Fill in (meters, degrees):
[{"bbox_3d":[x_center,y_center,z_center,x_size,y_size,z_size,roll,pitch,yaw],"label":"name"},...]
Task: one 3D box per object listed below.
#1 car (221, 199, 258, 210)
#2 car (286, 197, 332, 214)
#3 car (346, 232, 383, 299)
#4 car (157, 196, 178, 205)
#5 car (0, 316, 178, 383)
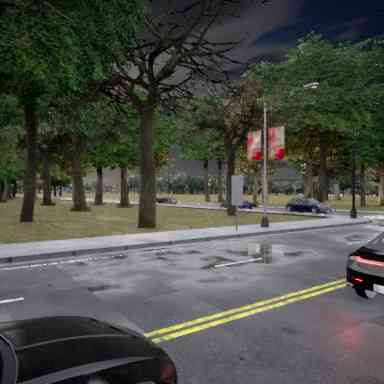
[{"bbox_3d":[6.011,1.517,42.815,2.033,1.411,5.357,0,0,-35],"label":"car"},{"bbox_3d":[12.007,1.334,34.373,2.097,1.767,4.553,0,0,-35],"label":"car"},{"bbox_3d":[5.303,1.491,7.221,4.902,1.511,2.128,0,0,-35],"label":"car"},{"bbox_3d":[-4.306,1.449,57.387,2.128,1.511,4.902,0,0,-35],"label":"car"},{"bbox_3d":[-2.363,1.478,1.754,5.008,1.535,1.882,0,0,-36],"label":"car"}]
